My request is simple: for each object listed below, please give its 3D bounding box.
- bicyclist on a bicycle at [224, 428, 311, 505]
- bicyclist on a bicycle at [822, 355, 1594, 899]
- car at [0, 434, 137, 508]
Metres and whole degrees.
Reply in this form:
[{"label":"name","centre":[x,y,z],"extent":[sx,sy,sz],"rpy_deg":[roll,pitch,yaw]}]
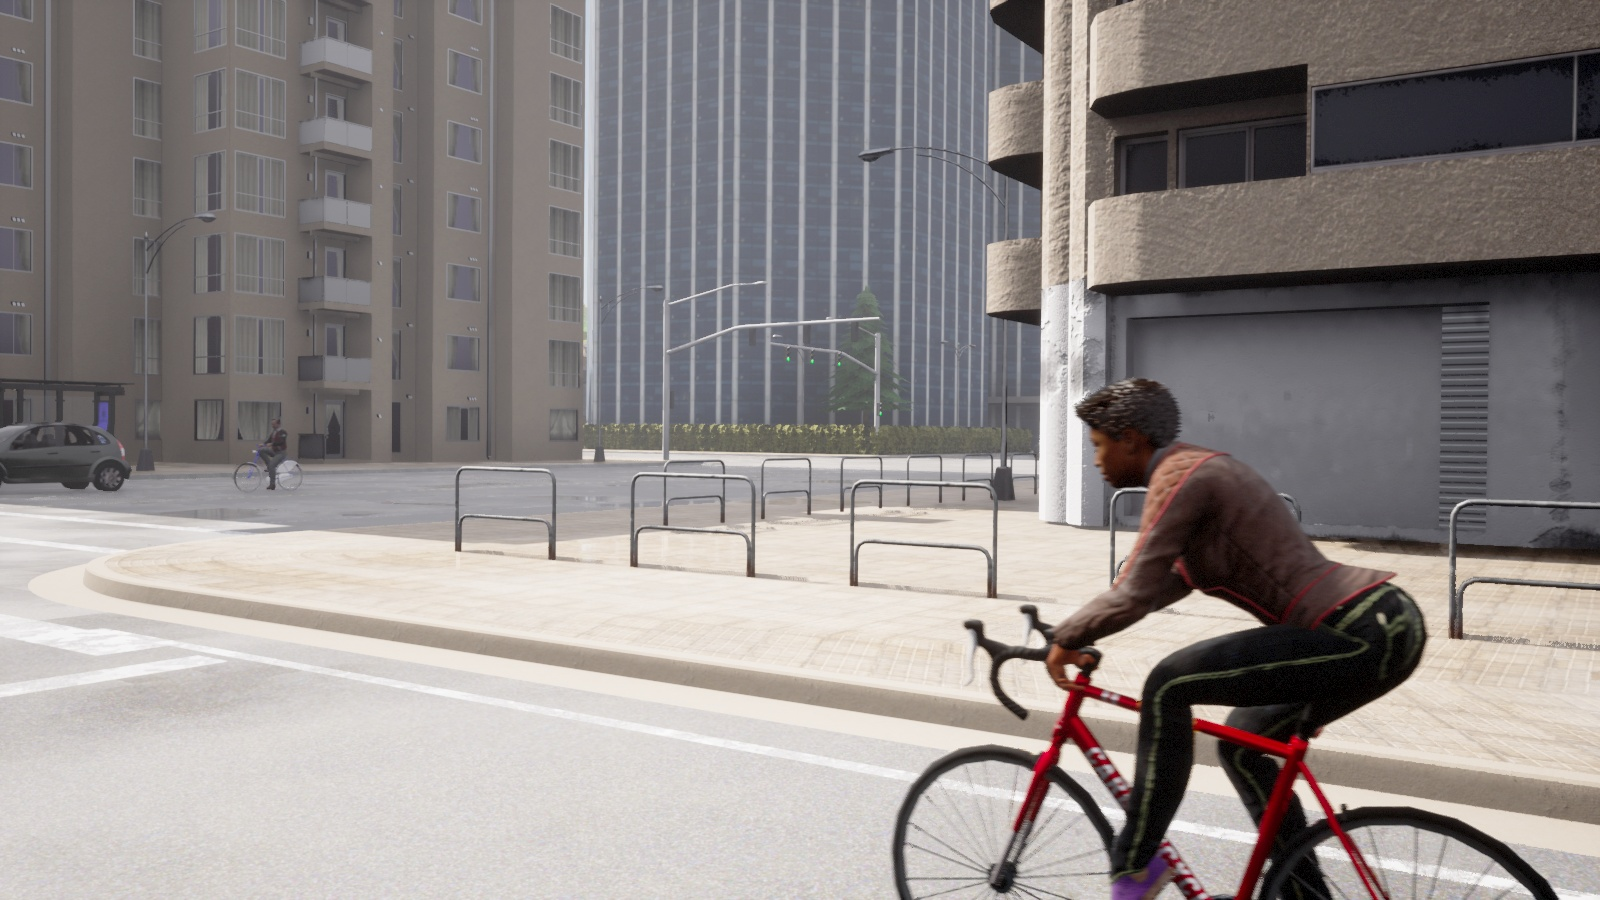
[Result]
[{"label":"bicyclist on a bicycle","centre":[-12.716,0.361,30.035],"extent":[0.659,1.776,1.843],"rpy_deg":[0,1,32]},{"label":"bicyclist on a bicycle","centre":[0.917,0.635,3.015],"extent":[1.656,1.620,0.582],"rpy_deg":[0,1,34]},{"label":"car","centre":[-17.672,0.451,28.770],"extent":[1.851,1.617,3.988],"rpy_deg":[0,1,33]}]
